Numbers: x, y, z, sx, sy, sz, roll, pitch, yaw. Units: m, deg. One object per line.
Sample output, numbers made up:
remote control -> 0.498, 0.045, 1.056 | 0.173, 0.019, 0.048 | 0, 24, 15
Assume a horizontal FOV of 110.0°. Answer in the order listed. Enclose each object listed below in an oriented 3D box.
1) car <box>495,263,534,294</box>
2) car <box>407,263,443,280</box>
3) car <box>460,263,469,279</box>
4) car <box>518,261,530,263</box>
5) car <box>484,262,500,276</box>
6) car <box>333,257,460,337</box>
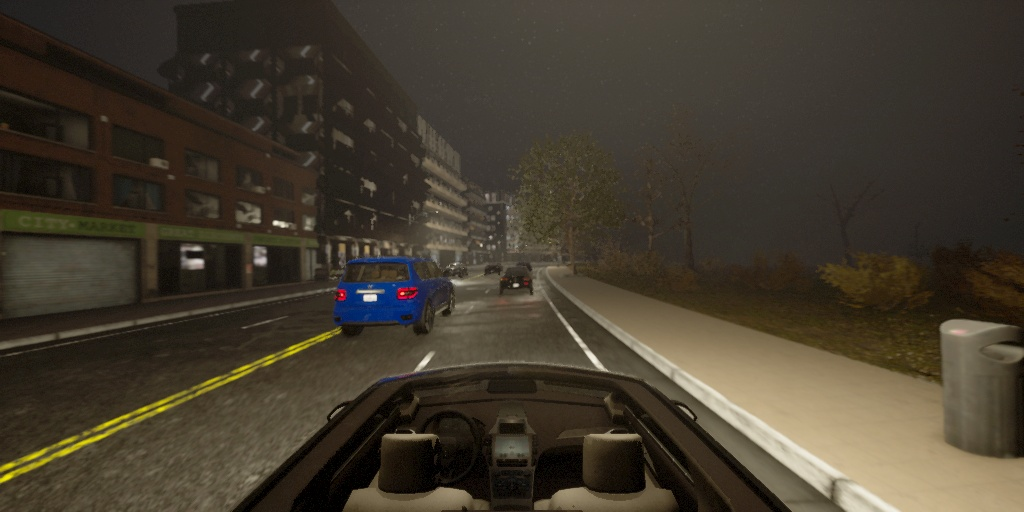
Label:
car -> 0.264, 1.316, 20.531 | 1.812, 1.442, 4.674 | -1, 0, 2
car -> -8.848, 1.535, 36.962 | 2.128, 1.511, 4.902 | -1, 0, 4
car -> -5.642, 1.465, 36.235 | 2.128, 1.511, 4.902 | -1, 0, 4
car -> 1.371, 1.319, 40.757 | 1.882, 1.535, 5.008 | -1, 0, 5
car -> -1.934, 1.401, 40.228 | 2.128, 1.511, 4.902 | -1, 0, 4
car -> -3.217, 1.057, 10.890 | 2.150, 2.045, 5.566 | -1, 0, 1
